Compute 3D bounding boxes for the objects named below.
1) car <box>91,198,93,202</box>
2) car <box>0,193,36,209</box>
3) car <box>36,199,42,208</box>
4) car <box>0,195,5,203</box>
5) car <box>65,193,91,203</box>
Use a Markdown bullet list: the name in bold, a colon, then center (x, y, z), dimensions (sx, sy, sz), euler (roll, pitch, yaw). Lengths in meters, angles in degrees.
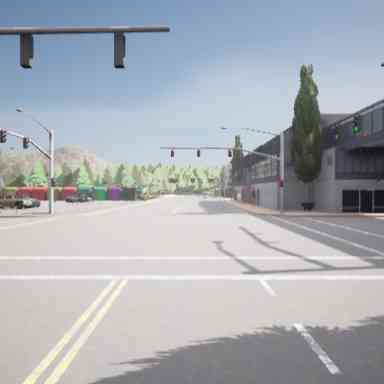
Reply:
- **car**: center (-21.419, 1.358, 64.779), dimensions (3.806, 1.475, 1.970), euler (0, 0, 0)
- **car**: center (-21.466, 1.112, 39.366), dimensions (4.605, 1.855, 1.932), euler (0, 0, 0)
- **car**: center (-21.409, 1.115, 42.260), dimensions (3.866, 1.878, 1.905), euler (0, 0, 0)
- **car**: center (-38.886, 1.324, 64.772), dimensions (3.905, 1.438, 1.784), euler (0, 0, 0)
- **car**: center (-21.432, 1.118, 61.884), dimensions (3.866, 1.878, 1.905), euler (0, 0, 0)
